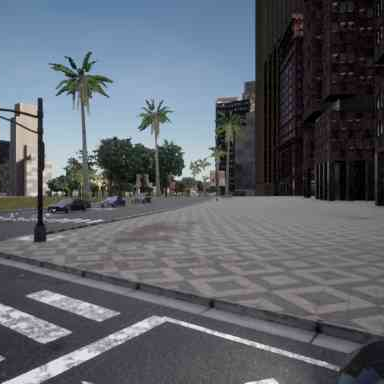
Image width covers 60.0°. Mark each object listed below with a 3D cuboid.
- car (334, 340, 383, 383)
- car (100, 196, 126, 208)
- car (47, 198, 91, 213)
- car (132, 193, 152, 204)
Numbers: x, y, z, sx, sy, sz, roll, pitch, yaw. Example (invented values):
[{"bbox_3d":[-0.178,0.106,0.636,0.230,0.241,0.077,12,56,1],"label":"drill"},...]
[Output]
[{"bbox_3d":[3.181,1.505,1.441,4.892,1.490,1.837,0,0,34],"label":"car"},{"bbox_3d":[-10.218,1.259,43.589,1.812,1.442,4.674,0,1,13],"label":"car"},{"bbox_3d":[-12.444,1.362,34.196,2.033,1.411,5.357,0,0,14],"label":"car"},{"bbox_3d":[-8.087,0.994,53.670,2.097,1.767,4.553,0,1,11],"label":"car"}]
